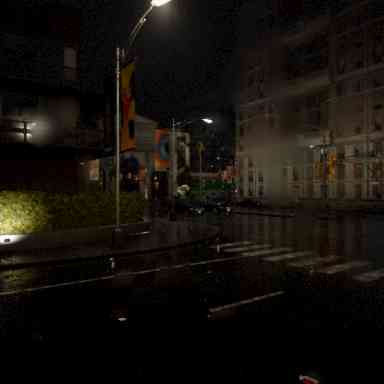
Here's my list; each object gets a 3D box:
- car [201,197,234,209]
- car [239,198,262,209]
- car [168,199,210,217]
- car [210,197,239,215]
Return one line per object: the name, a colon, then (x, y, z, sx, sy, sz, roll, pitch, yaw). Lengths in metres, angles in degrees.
car: (3.516, 1.478, 46.457, 1.882, 1.535, 5.008, 0, 0, -35)
car: (7.782, 1.564, 46.487, 1.994, 1.385, 4.181, 0, 0, -35)
car: (-0.655, 1.526, 32.093, 1.812, 1.442, 4.674, 0, 0, -35)
car: (2.136, 1.491, 34.211, 2.128, 1.511, 4.902, 0, 0, -35)
